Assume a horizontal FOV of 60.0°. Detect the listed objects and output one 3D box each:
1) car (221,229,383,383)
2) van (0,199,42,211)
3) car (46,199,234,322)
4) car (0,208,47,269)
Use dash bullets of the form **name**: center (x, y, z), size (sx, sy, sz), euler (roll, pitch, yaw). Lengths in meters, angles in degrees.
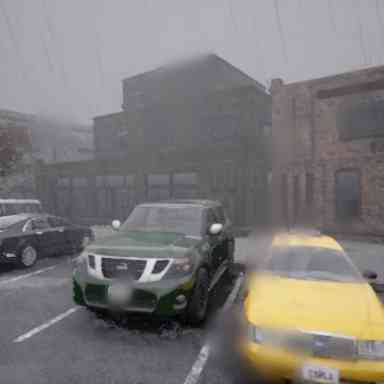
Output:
- **car**: center (1.976, 1.468, 5.830), size (1.946, 1.575, 5.366), euler (1, 0, 15)
- **van**: center (-7.510, 1.277, 12.912), size (1.878, 1.987, 4.442), euler (-1, -2, 15)
- **car**: center (-0.372, 1.203, 7.686), size (2.435, 2.045, 5.566), euler (0, -1, 15)
- **car**: center (-5.159, 1.465, 11.100), size (2.231, 1.521, 4.892), euler (-1, -1, 15)
